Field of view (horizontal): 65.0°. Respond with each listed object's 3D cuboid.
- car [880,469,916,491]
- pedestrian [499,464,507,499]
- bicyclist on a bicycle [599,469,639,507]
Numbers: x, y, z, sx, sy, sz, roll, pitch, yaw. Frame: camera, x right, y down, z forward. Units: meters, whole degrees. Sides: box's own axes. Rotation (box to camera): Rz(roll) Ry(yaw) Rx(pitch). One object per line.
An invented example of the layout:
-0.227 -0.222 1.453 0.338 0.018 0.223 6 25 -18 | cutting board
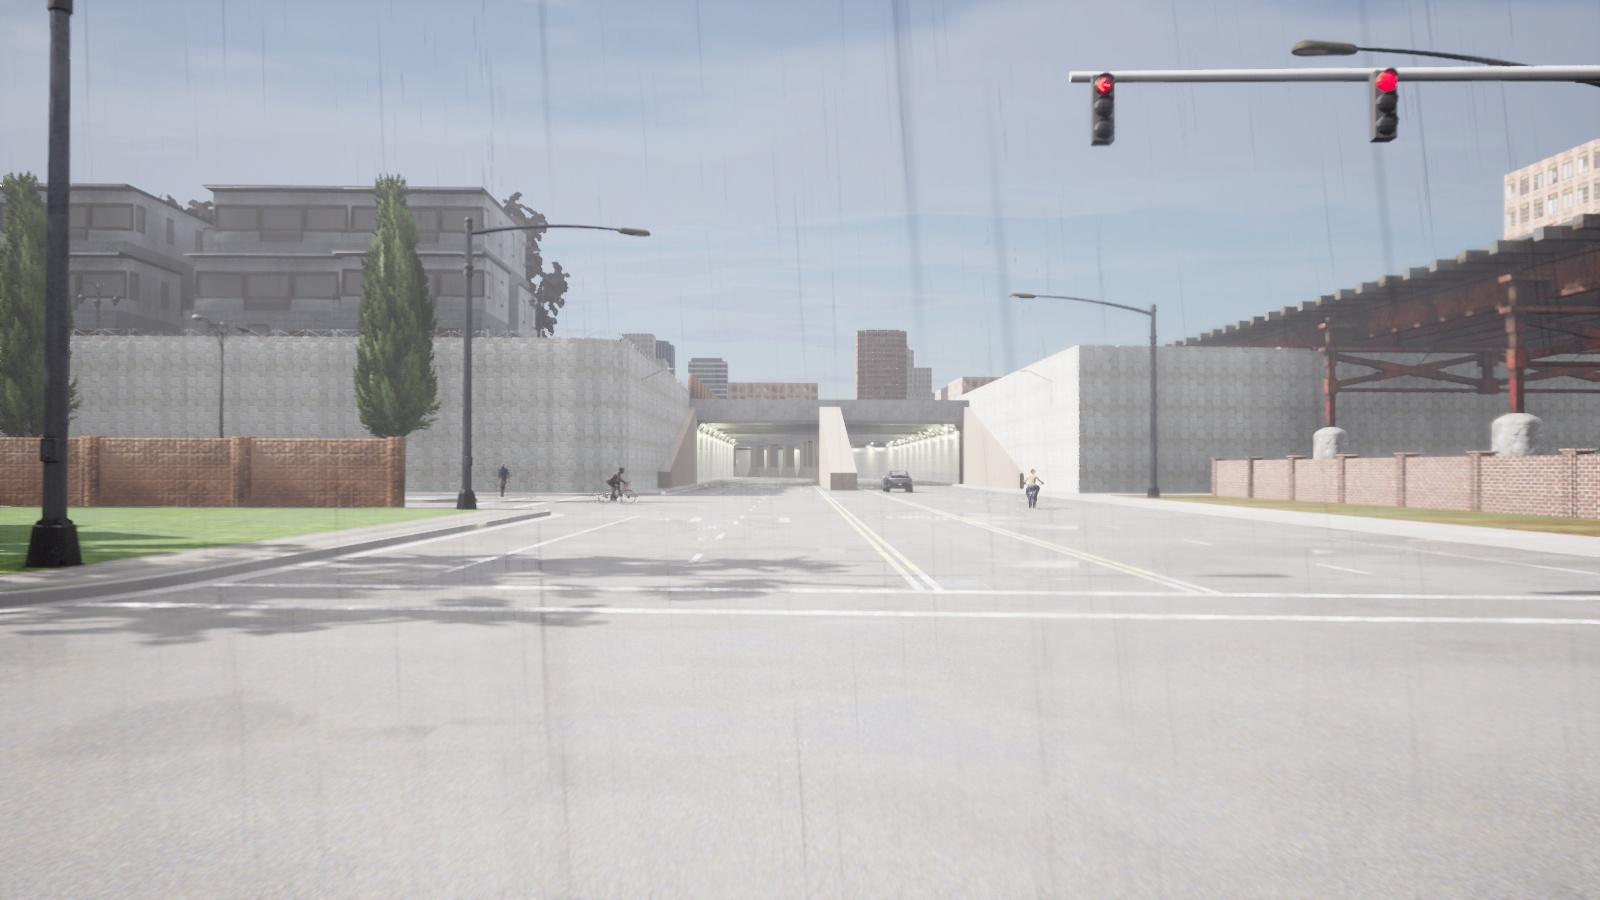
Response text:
6.765 2.074 87.165 2.128 1.511 4.902 0 -1 0 | car
-15.672 1.679 66.318 0.402 1.842 0.726 0 -1 -13 | pedestrian
-7.848 1.644 54.454 1.656 1.620 0.582 0 -1 1 | bicyclist on a bicycle
